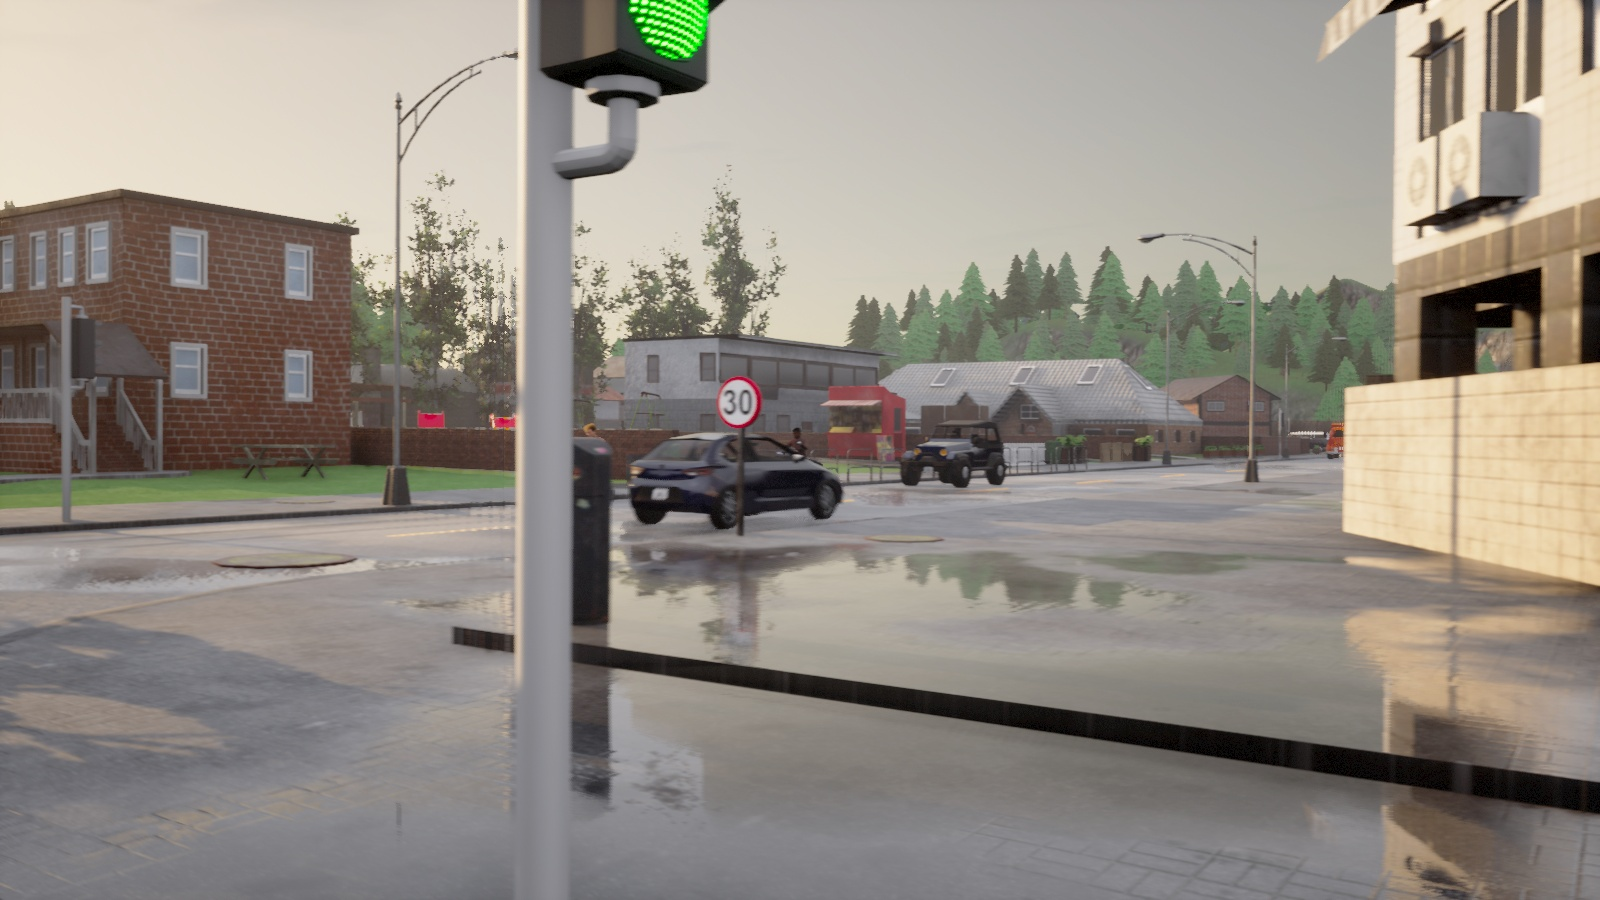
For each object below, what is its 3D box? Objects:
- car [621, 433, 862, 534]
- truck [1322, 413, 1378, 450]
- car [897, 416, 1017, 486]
[{"bbox_3d":[-0.847,0.470,20.725,1.816,1.474,4.193,0,1,34],"label":"car"},{"bbox_3d":[37.675,-1.270,85.997,2.627,2.467,5.204,0,1,34],"label":"truck"},{"bbox_3d":[4.575,-0.007,36.121,1.905,1.878,3.866,0,1,33],"label":"car"}]
